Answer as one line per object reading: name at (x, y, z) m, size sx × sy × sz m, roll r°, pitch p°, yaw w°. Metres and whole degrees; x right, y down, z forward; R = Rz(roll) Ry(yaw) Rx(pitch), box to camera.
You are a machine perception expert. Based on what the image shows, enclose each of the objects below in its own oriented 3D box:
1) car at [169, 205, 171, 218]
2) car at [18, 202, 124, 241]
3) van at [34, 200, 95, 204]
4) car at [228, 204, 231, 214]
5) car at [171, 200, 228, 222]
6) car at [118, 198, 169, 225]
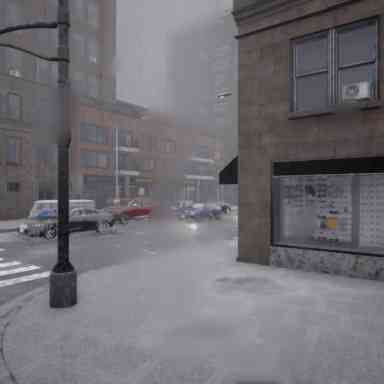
car at (-1.040, 1.466, 28.877) m, size 1.967 × 1.590 × 4.097 m, roll 0°, pitch 0°, yaw 36°
car at (-6.249, 1.509, 17.107) m, size 2.128 × 1.511 × 4.902 m, roll 0°, pitch 0°, yaw 38°
van at (-7.604, 1.358, 19.812) m, size 1.690 × 1.788 × 3.998 m, roll 0°, pitch 0°, yaw 36°
car at (2.242, 1.575, 33.410) m, size 1.887 × 1.381 × 4.507 m, roll 0°, pitch 0°, yaw 36°
car at (0.704, 1.551, 26.586) m, size 1.812 × 1.442 × 4.674 m, roll 0°, pitch 0°, yaw 36°
car at (-4.322, 1.337, 24.345) m, size 2.192 × 1.841 × 5.009 m, roll 0°, pitch 0°, yaw 36°
